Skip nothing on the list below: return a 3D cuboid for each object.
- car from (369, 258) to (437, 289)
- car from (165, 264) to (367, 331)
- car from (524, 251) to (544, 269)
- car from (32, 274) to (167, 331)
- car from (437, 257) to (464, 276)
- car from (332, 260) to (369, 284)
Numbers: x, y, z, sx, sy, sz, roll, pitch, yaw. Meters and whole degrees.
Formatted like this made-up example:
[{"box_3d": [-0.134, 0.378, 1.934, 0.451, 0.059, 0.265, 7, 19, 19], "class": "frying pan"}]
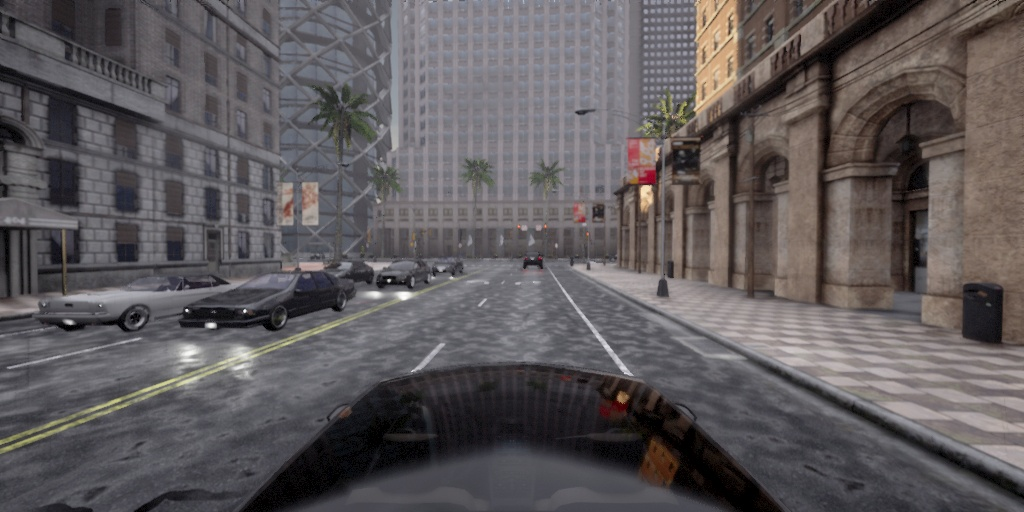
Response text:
[{"box_3d": [-6.070, 0.970, 20.596, 1.837, 1.490, 4.892, 0, 1, 4], "class": "car"}, {"box_3d": [-6.682, 1.154, 10.782, 2.033, 1.411, 5.357, 0, 1, 3], "class": "car"}, {"box_3d": [2.569, 0.433, 42.472, 2.150, 2.045, 5.566, 0, 1, 6], "class": "car"}, {"box_3d": [-10.199, 1.204, 10.553, 1.895, 1.301, 4.718, 0, 1, 3], "class": "car"}, {"box_3d": [-5.389, 0.813, 30.452, 2.128, 1.511, 4.902, 0, 1, 4], "class": "car"}, {"box_3d": [-9.572, 0.984, 20.639, 1.812, 1.442, 4.674, 0, 1, 4], "class": "car"}]
